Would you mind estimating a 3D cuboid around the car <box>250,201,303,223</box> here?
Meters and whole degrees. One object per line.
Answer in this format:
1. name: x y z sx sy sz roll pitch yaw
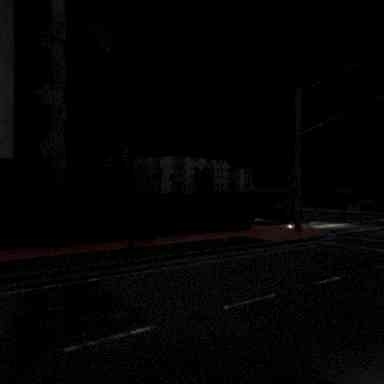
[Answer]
1. car: 6.374 1.525 26.336 1.882 1.535 5.008 0 0 -38
